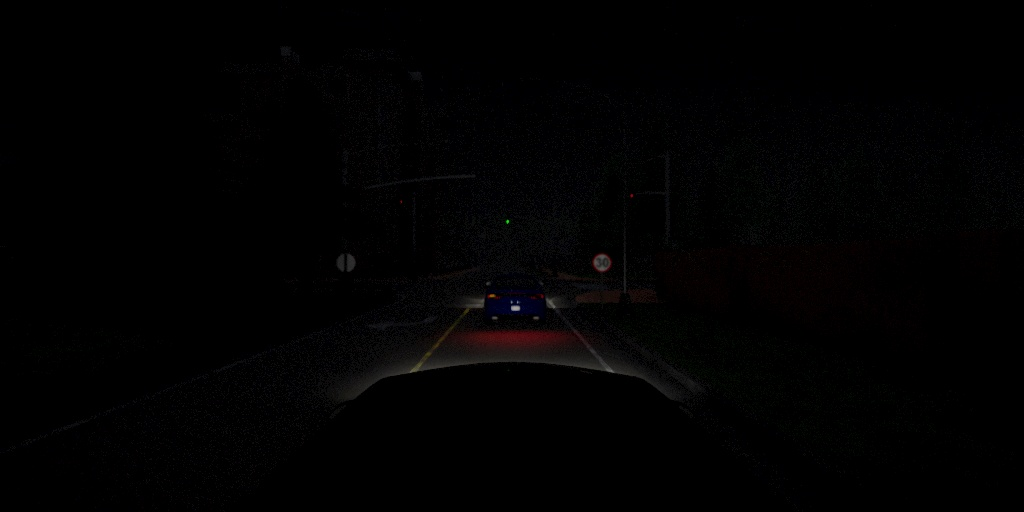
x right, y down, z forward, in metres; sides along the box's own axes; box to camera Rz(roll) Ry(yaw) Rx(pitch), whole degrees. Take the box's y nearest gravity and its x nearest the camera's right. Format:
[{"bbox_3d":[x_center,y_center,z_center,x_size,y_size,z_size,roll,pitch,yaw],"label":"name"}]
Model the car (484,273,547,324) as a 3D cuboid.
[{"bbox_3d":[0.097,1.339,12.481,1.882,1.535,5.008,0,-1,0],"label":"car"}]
